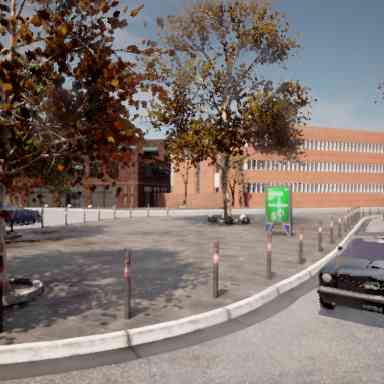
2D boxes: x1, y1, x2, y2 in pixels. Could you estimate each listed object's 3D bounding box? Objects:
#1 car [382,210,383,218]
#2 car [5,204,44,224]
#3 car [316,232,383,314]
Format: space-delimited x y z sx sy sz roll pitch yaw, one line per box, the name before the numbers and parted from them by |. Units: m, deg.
car | 17.981 1.655 28.857 2.128 1.511 4.902 -1 -1 41
car | -12.509 1.567 22.819 1.812 1.442 4.674 0 0 26
car | 4.222 1.607 7.233 1.895 1.301 4.718 0 0 36
